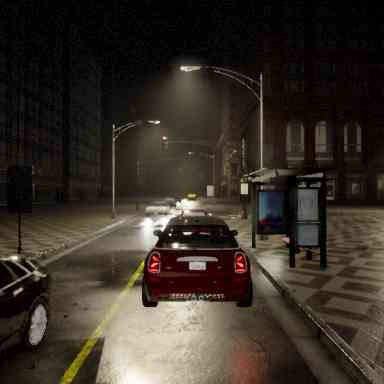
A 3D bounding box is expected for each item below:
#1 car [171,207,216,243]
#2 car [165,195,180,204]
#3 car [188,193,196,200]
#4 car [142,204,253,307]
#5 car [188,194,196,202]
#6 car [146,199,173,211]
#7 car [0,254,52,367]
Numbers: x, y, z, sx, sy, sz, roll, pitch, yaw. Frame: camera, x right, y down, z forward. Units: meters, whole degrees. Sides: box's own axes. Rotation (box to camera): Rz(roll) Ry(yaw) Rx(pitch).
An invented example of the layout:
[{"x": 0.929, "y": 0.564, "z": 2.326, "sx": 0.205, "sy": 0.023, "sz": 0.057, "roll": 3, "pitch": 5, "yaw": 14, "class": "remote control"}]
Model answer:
[{"x": 0.087, "y": 1.558, "z": 16.769, "sx": 1.994, "sy": 1.385, "sz": 4.181, "roll": 0, "pitch": 0, "yaw": 1, "class": "car"}, {"x": -3.124, "y": 1.483, "z": 47.146, "sx": 2.033, "sy": 1.411, "sz": 5.357, "roll": 0, "pitch": 0, "yaw": 0, "class": "car"}, {"x": -0.045, "y": 1.127, "z": 84.335, "sx": 1.882, "sy": 1.535, "sz": 5.008, "roll": 0, "pitch": 0, "yaw": 0, "class": "car"}, {"x": 0.096, "y": 1.352, "z": 8.126, "sx": 2.097, "sy": 1.767, "sz": 4.553, "roll": 0, "pitch": 0, "yaw": 0, "class": "car"}, {"x": -0.039, "y": 1.442, "z": 74.360, "sx": 1.895, "sy": 1.301, "sz": 4.718, "roll": 0, "pitch": 0, "yaw": 0, "class": "car"}, {"x": -3.117, "y": 1.571, "z": 31.060, "sx": 1.895, "sy": 1.301, "sz": 4.718, "roll": 0, "pitch": 0, "yaw": 0, "class": "car"}, {"x": -3.101, "y": 1.506, "z": 3.373, "sx": 1.837, "sy": 1.490, "sz": 4.892, "roll": 0, "pitch": 0, "yaw": 0, "class": "car"}]
